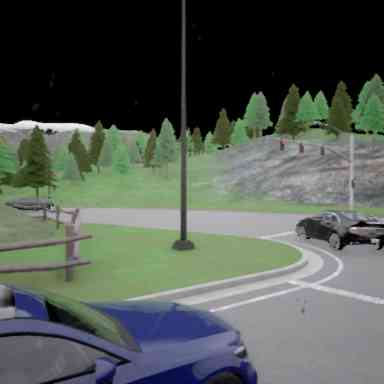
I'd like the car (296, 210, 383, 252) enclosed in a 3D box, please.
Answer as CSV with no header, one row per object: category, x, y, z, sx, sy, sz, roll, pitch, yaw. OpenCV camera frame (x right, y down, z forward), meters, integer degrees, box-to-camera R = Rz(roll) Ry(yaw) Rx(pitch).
car,6.132,1.504,14.087,2.128,1.511,4.902,1,0,-7

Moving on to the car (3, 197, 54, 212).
car,-19.109,1.361,38.963,4.553,1.767,2.097,0,0,14

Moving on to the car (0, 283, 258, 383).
car,-1.549,1.526,2.645,4.674,1.442,1.812,0,0,-35

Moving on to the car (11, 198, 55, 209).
car,-22.355,1.559,46.894,5.357,1.411,2.033,0,0,7

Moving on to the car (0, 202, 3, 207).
car,-22.470,1.501,43.134,4.902,1.511,2.128,0,0,8
